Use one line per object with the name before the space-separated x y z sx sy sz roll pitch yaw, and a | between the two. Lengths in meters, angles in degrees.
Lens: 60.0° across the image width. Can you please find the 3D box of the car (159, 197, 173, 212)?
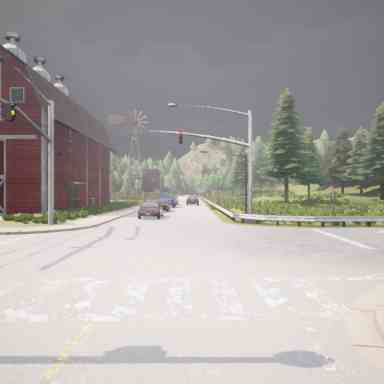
car | -3.535 1.601 38.304 1.895 1.301 4.718 0 0 0

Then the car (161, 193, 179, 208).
car | -3.507 1.221 48.161 2.150 2.045 5.566 0 0 1

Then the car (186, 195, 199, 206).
car | 0.094 1.352 55.549 2.097 1.767 4.553 0 0 0

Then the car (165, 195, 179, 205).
car | -3.464 1.352 58.241 2.097 1.767 4.553 0 0 0

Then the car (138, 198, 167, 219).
car | -3.551 1.526 29.143 1.812 1.442 4.674 0 0 0
